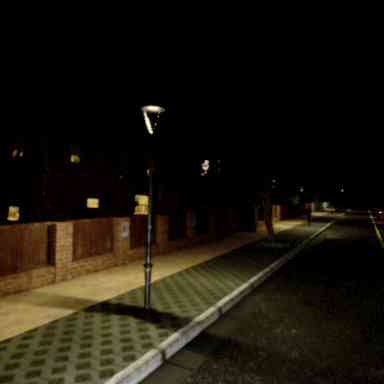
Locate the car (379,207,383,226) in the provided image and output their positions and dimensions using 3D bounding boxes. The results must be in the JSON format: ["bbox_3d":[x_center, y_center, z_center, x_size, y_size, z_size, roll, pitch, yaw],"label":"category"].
[{"bbox_3d":[15.739,2.131,25.494,1.895,1.301,4.718,0,-1,28],"label":"car"}]

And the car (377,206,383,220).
[{"bbox_3d":[21.051,2.264,35.772,1.812,1.442,4.674,0,-1,28],"label":"car"}]
